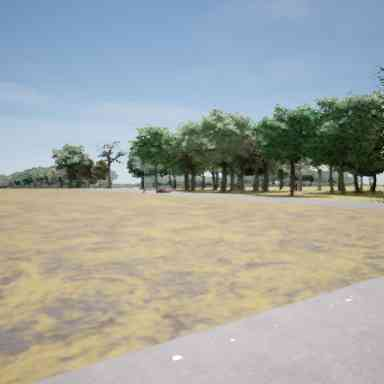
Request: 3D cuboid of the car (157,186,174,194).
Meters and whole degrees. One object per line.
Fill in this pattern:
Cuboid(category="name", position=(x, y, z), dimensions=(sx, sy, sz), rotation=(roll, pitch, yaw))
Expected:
Cuboid(category="car", position=(-5.933, -0.565, 74.401), dimensions=(2.097, 1.767, 4.553), rotation=(-1, 2, -36))
